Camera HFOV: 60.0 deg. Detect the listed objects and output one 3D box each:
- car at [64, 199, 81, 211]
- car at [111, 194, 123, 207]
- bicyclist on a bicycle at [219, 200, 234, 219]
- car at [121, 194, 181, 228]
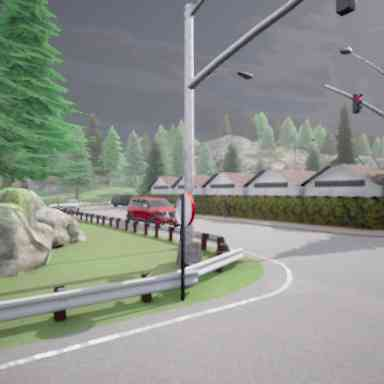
[{"bbox_3d":[-15.357,1.693,42.553,1.812,1.442,4.674,-1,0,-19],"label":"car"},{"bbox_3d":[-10.511,1.363,53.489,2.150,2.045,5.566,0,0,33],"label":"car"},{"bbox_3d":[2.944,1.466,28.368,1.656,1.620,0.582,0,0,-35],"label":"bicyclist on a bicycle"},{"bbox_3d":[-2.682,1.396,23.352,2.150,2.045,5.566,0,0,-35],"label":"car"}]
